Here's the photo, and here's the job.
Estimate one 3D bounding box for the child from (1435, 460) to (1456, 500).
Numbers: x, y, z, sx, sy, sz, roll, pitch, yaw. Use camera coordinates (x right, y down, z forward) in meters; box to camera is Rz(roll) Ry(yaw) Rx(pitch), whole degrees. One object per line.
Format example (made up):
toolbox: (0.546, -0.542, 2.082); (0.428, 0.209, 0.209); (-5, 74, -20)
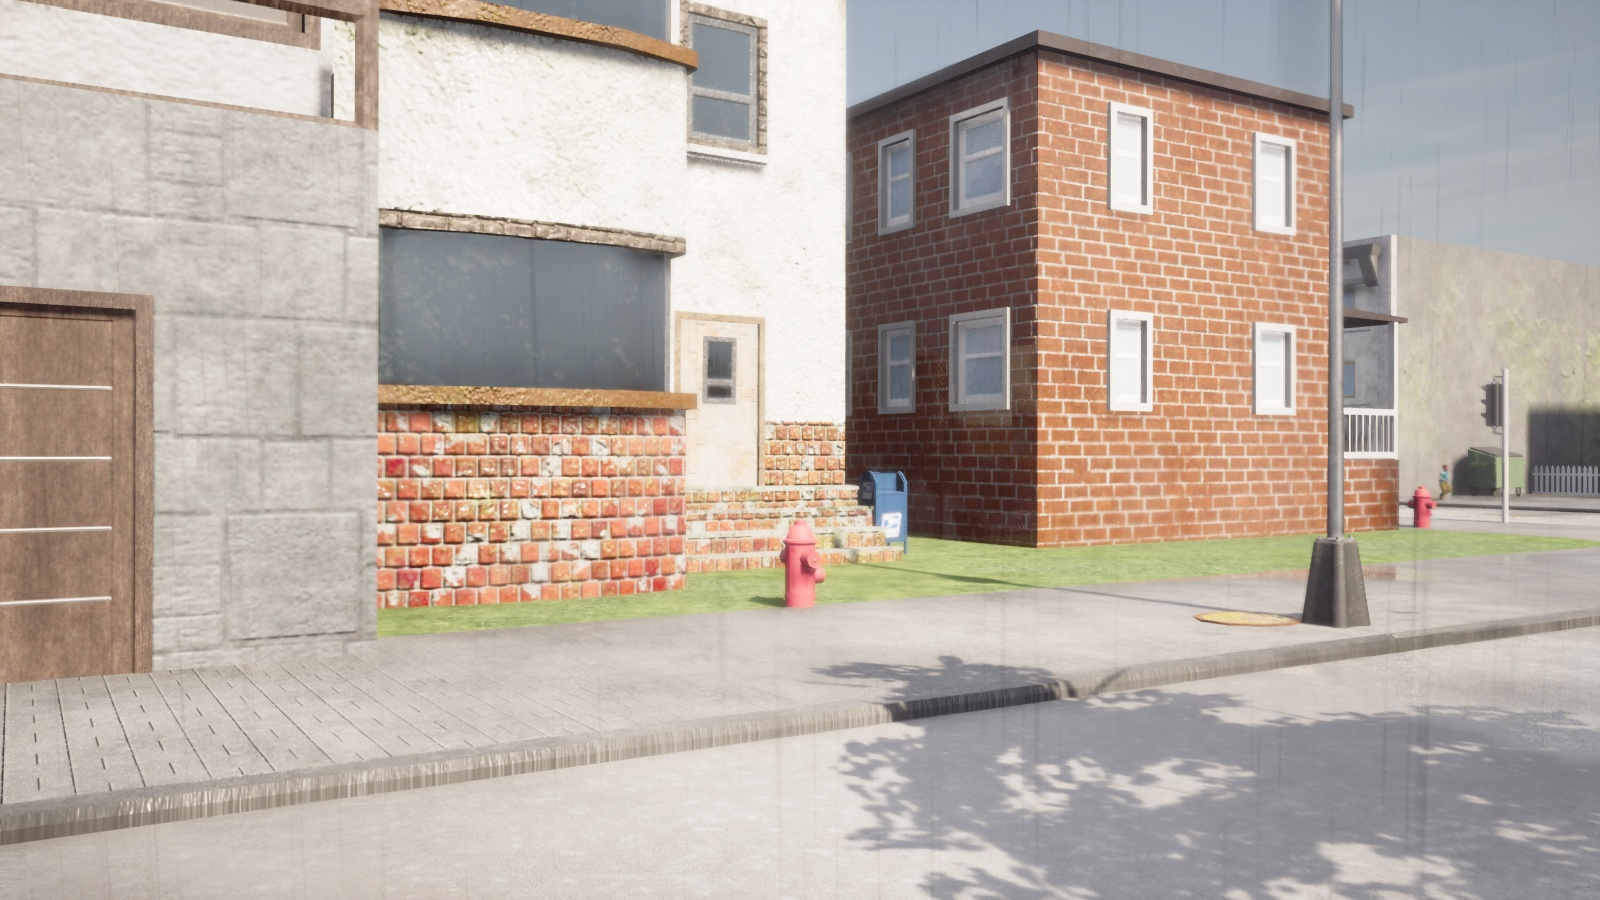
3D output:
child: (19.192, 0.885, 37.339); (0.343, 1.192, 0.448); (0, 0, -26)
